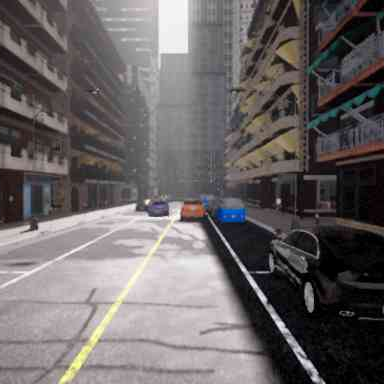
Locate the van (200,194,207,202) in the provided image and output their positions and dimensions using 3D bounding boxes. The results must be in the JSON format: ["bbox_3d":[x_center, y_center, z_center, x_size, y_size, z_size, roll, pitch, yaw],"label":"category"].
[{"bbox_3d":[2.700,1.332,79.396,1.690,1.788,3.998,-1,0,0],"label":"van"}]

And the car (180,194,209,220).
[{"bbox_3d":[0.080,1.345,28.424,2.097,1.767,4.553,0,0,0],"label":"car"}]

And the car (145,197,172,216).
[{"bbox_3d":[-3.093,1.518,32.017,1.812,1.442,4.674,0,0,0],"label":"car"}]

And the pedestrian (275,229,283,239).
[{"bbox_3d":[2.738,1.671,10.306,0.500,1.100,0.500,-1,1,-3],"label":"pedestrian"}]

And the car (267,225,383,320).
[{"bbox_3d":[3.002,1.503,7.380,1.837,1.490,4.892,0,0,0],"label":"car"}]

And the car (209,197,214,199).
[{"bbox_3d":[2.690,1.537,34.580,1.887,1.381,4.507,-1,0,0],"label":"car"}]

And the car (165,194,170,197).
[{"bbox_3d":[-5.684,1.431,62.621,1.967,1.590,4.097,-1,0,0],"label":"car"}]

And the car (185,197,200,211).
[{"bbox_3d":[0.073,1.497,42.631,1.837,1.490,4.892,0,0,0],"label":"car"}]

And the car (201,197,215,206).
[{"bbox_3d":[2.696,1.541,56.989,2.008,1.369,4.403,-1,0,0],"label":"car"}]

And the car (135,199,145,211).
[{"bbox_3d":[-5.689,1.558,40.213,1.947,1.339,4.313,-1,0,0],"label":"car"}]

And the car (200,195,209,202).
[{"bbox_3d":[2.701,1.516,73.964,1.752,1.417,4.829,-1,0,0],"label":"car"}]

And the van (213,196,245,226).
[{"bbox_3d":[2.684,1.335,23.376,1.690,1.788,3.998,-1,0,0],"label":"van"}]

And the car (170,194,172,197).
[{"bbox_3d":[-5.681,1.556,68.223,1.947,1.339,4.313,-1,0,0],"label":"car"}]

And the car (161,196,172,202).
[{"bbox_3d":[-5.679,1.541,73.825,2.008,1.369,4.403,-1,0,0],"label":"car"}]

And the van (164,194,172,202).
[{"bbox_3d":[-5.681,1.332,79.427,1.690,1.788,3.998,-1,0,0],"label":"van"}]

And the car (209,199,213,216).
[{"bbox_3d":[2.689,1.544,28.978,2.008,1.369,4.403,-1,0,0],"label":"car"}]
